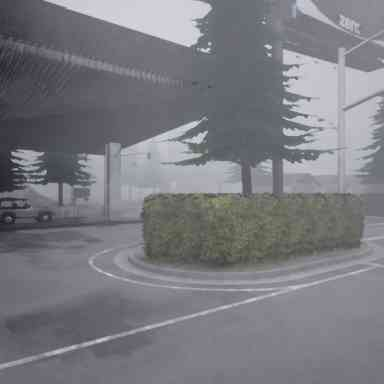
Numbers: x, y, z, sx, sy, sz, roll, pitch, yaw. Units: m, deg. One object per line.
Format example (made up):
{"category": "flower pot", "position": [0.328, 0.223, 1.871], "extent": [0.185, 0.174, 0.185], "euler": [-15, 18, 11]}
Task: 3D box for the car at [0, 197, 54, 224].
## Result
{"category": "car", "position": [-11.937, 1.313, 23.507], "extent": [3.866, 1.878, 1.905], "euler": [0, 0, -36]}
